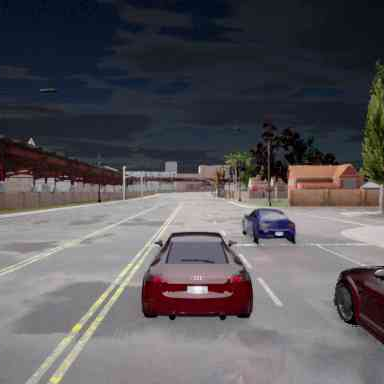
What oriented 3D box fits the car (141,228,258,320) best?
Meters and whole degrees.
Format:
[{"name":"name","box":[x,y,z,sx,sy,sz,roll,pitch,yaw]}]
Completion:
[{"name":"car","box":[0.086,1.564,7.421,1.994,1.385,4.181,0,0,0]}]

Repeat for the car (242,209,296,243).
[{"name":"car","box":[3.569,1.525,15.928,1.812,1.442,4.674,0,0,0]}]

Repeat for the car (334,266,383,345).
[{"name":"car","box":[3.591,1.564,4.440,1.994,1.385,4.181,0,0,0]}]
